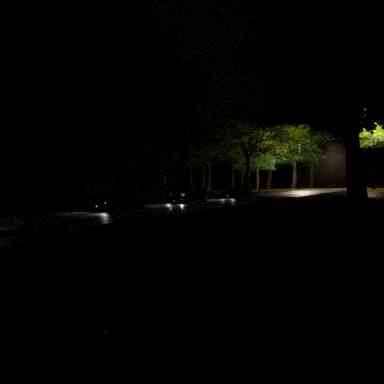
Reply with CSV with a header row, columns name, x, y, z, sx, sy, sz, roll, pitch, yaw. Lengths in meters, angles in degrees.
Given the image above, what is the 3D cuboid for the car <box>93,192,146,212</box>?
name,x,y,z,sx,sy,sz,roll,pitch,yaw
car,-5.801,0.718,27.119,1.812,1.442,4.674,-1,2,39

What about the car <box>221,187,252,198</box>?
name,x,y,z,sx,sy,sz,roll,pitch,yaw
car,5.678,0.061,41.995,1.895,1.301,4.718,-1,2,38

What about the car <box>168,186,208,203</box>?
name,x,y,z,sx,sy,sz,roll,pitch,yaw
car,-0.378,0.193,34.159,2.097,1.767,4.553,-1,2,38
